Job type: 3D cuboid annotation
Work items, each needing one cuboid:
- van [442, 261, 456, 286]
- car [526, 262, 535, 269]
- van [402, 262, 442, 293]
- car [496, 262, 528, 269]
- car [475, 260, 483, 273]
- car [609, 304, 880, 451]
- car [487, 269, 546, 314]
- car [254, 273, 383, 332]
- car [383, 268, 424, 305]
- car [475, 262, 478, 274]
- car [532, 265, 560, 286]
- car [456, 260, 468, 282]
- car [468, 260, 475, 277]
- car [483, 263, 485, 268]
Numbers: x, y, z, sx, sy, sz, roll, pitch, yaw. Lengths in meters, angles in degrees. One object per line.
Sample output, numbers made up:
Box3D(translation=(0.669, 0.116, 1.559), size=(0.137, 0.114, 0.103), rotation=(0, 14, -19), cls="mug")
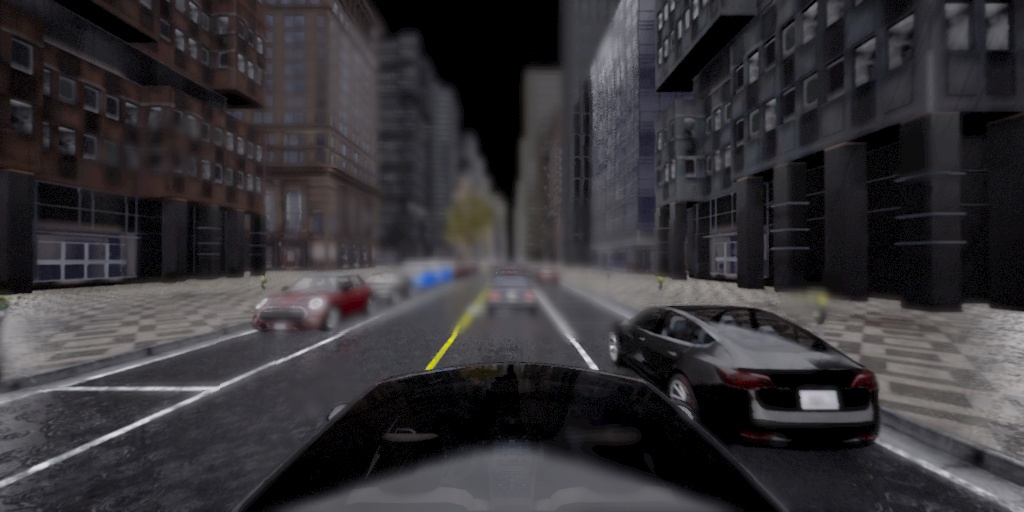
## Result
Box3D(translation=(-5.756, 1.347, 28.004), size=(1.690, 1.789, 3.998), rotation=(0, 0, 0), cls="van")
Box3D(translation=(2.771, 1.667, 39.363), size=(2.007, 1.370, 4.403), rotation=(0, 0, 0), cls="car")
Box3D(translation=(-5.758, 1.291, 22.327), size=(1.690, 1.789, 3.998), rotation=(0, 0, 0), cls="van")
Box3D(translation=(0.025, 1.522, 30.369), size=(2.128, 1.511, 4.902), rotation=(0, 0, 0), cls="car")
Box3D(translation=(-5.751, 1.544, 50.712), size=(2.192, 1.841, 5.009), rotation=(0, 0, 0), cls="car")
Box3D(translation=(2.764, 1.351, 5.299), size=(1.948, 1.339, 4.313), rotation=(0, 0, 0), cls="car")
Box3D(translation=(0.011, 1.421, 14.387), size=(2.033, 1.411, 5.357), rotation=(0, -1, 0), cls="car")
Box3D(translation=(-5.760, 1.280, 10.972), size=(1.967, 1.591, 4.097), rotation=(0, 0, 0), cls="car")
Box3D(translation=(-5.759, 1.446, 16.649), size=(2.007, 1.370, 4.403), rotation=(0, 0, 0), cls="car")
Box3D(translation=(-5.752, 1.739, 45.035), size=(1.948, 1.339, 4.313), rotation=(0, 0, 0), cls="car")
Box3D(translation=(2.769, 1.588, 28.009), size=(1.802, 1.307, 4.207), rotation=(0, 0, 0), cls="car")
Box3D(translation=(-5.755, 1.376, 33.681), size=(2.192, 1.841, 5.009), rotation=(0, 0, 0), cls="car")
Box3D(translation=(-5.754, 1.432, 39.358), size=(2.192, 1.841, 5.009), rotation=(0, 0, 0), cls="car")
Box3D(translation=(-5.750, 1.836, 56.389), size=(2.007, 1.370, 4.403), rotation=(0, 0, 0), cls="car")
